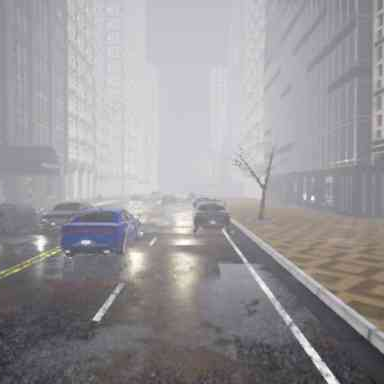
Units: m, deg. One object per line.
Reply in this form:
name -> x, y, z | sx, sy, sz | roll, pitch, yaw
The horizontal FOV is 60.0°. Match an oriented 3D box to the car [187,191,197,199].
car -> 0.007, 0.551, 69.324 | 1.882, 1.535, 5.008 | 0, 1, 0

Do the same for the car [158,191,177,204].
car -> -3.144, 0.894, 46.925 | 2.128, 1.511, 4.902 | 0, 1, 0

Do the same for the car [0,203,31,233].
car -> -9.846, 1.304, 17.990 | 2.033, 1.411, 5.357 | 0, 1, 0

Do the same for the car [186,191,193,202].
car -> 0.014, 0.844, 54.159 | 1.812, 1.442, 4.674 | 0, 1, 0

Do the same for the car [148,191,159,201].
car -> -6.527, 0.611, 59.456 | 2.097, 1.767, 4.553 | 0, 1, 1

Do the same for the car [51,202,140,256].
car -> -3.148, 1.308, 12.341 | 1.882, 1.535, 5.008 | 0, 1, 0

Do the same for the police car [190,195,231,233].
police car -> 0.977, 1.182, 18.063 | 1.930, 1.638, 5.238 | 0, 1, 0

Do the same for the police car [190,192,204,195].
police car -> 0.978, 1.058, 28.063 | 1.930, 1.638, 5.238 | 0, 1, 0

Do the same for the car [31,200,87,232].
car -> -6.593, 1.259, 18.259 | 1.837, 1.490, 4.892 | 0, 1, 0

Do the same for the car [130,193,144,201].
car -> -9.768, 0.861, 59.298 | 1.895, 1.301, 4.718 | 0, 1, 1
